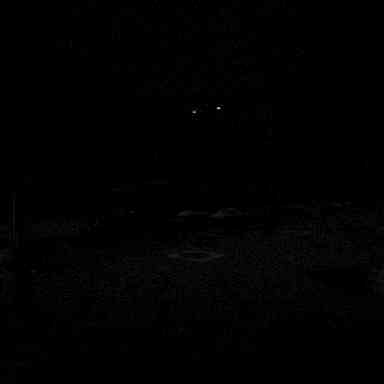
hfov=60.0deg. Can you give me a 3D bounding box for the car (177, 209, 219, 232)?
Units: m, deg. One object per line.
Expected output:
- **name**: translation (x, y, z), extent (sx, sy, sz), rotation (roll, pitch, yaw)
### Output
- **car**: translation (-0.217, 1.817, 21.961), extent (1.802, 1.307, 4.206), rotation (-1, -1, 35)

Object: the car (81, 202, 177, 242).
- **car**: translation (-3.344, 1.473, 17.561), extent (2.192, 1.841, 5.009), rotation (-1, -1, 35)

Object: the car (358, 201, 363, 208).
- **car**: translation (34.185, 2.635, 70.419), extent (1.947, 1.339, 4.313), rotation (-1, -1, 35)

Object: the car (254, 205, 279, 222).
- **car**: translation (6.038, 1.954, 30.772), extent (1.947, 1.339, 4.313), rotation (-1, -1, 35)

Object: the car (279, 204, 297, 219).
- **car**: translation (9.165, 2.030, 35.177), extent (1.947, 1.339, 4.313), rotation (-1, -1, 35)

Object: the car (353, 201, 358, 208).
- **car**: translation (31.058, 2.575, 66.014), extent (1.802, 1.307, 4.206), rotation (-1, -1, 35)

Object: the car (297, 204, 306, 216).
- **car**: translation (12.293, 2.091, 39.583), extent (2.008, 1.369, 4.403), rotation (-1, -1, 35)

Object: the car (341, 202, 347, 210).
- **car**: translation (24.705, 2.366, 57.066), extent (1.752, 1.417, 4.829), rotation (-1, -1, 35)

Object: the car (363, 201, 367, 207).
- **car**: translation (40.440, 2.788, 79.228), extent (1.947, 1.339, 4.313), rotation (-1, -1, 35)

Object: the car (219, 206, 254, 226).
- **car**: translation (2.812, 1.834, 26.229), extent (1.752, 1.417, 4.829), rotation (-1, -1, 35)

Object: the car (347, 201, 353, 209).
- **car**: translation (27.931, 2.484, 61.608), extent (1.947, 1.339, 4.313), rotation (-1, -1, 35)

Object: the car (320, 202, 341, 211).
- **car**: translation (21.676, 2.319, 52.798), extent (2.008, 1.369, 4.403), rotation (-1, -1, 35)
